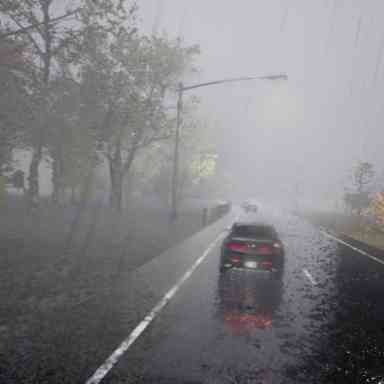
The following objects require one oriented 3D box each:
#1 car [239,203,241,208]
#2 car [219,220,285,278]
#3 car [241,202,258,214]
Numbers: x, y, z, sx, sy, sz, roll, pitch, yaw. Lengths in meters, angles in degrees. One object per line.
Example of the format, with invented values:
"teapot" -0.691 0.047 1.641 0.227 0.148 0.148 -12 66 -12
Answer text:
"car" 11.426 2.862 71.734 1.812 1.442 4.674 4 0 4
"car" 2.030 1.730 11.239 1.837 1.490 4.892 3 -1 11
"car" 9.322 2.529 52.592 2.128 1.511 4.902 4 0 8
